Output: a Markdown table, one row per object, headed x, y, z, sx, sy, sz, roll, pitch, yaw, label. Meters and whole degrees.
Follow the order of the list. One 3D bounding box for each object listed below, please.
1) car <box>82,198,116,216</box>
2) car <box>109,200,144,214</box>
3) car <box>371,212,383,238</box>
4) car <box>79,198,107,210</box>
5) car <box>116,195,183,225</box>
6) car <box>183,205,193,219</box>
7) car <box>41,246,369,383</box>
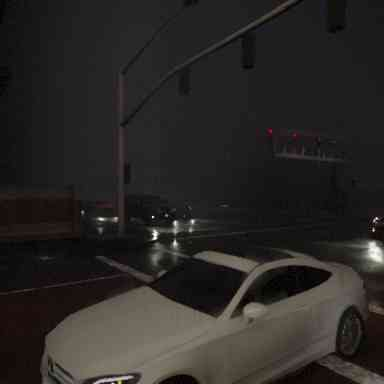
| x | y | z | sx | sy | sz | roll | pitch | yaw | label |
| --- | --- | --- | --- | --- | --- | --- | --- | --- | --- |
| -9.078 | 1.478 | 32.588 | 1.882 | 1.535 | 5.008 | 0 | 0 | -36 | car |
| -7.144 | 1.601 | 35.894 | 1.895 | 1.301 | 4.718 | 0 | 0 | -36 | car |
| 10.702 | 1.353 | 16.241 | 4.553 | 1.767 | 2.097 | 0 | 0 | -37 | car |
| -13.348 | 1.547 | 44.545 | 2.033 | 1.411 | 5.357 | 0 | 0 | -36 | car |
| -3.316 | 1.222 | 24.563 | 2.150 | 2.045 | 5.566 | 0 | 0 | -36 | car |
| -1.901 | 1.352 | 28.595 | 2.097 | 1.767 | 4.553 | 0 | 0 | -36 | car |
| 0.560 | 1.526 | 4.407 | 4.674 | 1.442 | 1.812 | 0 | 0 | -36 | car |
